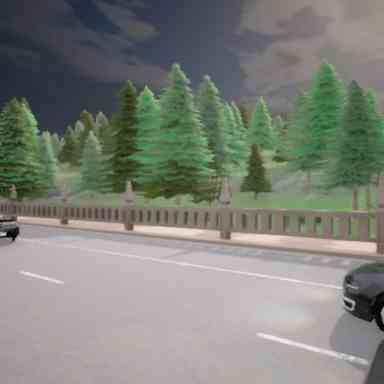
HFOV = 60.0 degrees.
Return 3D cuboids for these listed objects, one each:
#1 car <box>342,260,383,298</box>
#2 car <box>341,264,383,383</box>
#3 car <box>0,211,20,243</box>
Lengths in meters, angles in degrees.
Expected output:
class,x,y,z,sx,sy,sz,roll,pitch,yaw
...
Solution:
class,x,y,z,sx,sy,sz,roll,pitch,yaw
car,4.840,1.499,4.838,4.892,1.490,1.837,0,0,36
car,3.632,1.538,1.400,5.357,1.411,2.033,0,0,36
car,-9.840,1.558,15.317,4.902,1.511,2.128,0,0,35
